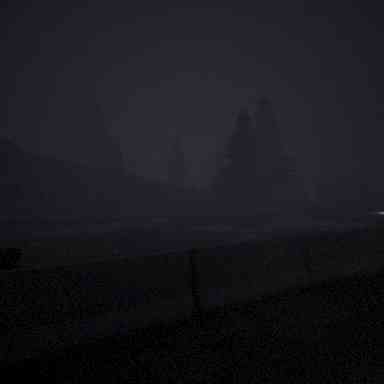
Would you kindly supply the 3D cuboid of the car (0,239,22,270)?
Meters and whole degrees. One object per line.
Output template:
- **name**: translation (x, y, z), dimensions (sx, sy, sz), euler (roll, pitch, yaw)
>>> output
- **car**: translation (-6.697, 1.587, 7.721), dimensions (4.718, 1.301, 1.895), euler (0, 0, -35)
